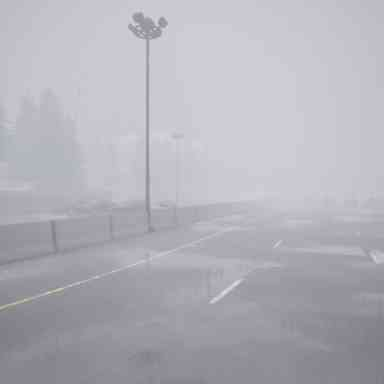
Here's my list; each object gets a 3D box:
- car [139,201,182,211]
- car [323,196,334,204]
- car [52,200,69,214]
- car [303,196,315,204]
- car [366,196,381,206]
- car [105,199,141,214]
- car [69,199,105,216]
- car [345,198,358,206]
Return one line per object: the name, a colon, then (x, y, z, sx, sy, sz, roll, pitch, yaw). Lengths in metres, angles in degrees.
car: (-2.658, 1.600, 31.026, 1.895, 1.301, 4.718, 0, 0, 23)
car: (26.639, 1.478, 64.923, 1.882, 1.535, 5.008, 0, 0, 23)
car: (-12.438, 1.515, 34.859, 1.837, 1.490, 4.892, 0, 0, 23)
car: (22.673, 1.505, 64.494, 1.837, 1.490, 4.892, 0, 0, 23)
car: (30.403, 1.505, 55.736, 1.837, 1.490, 4.892, 0, 0, 23)
car: (-5.910, 1.483, 32.324, 1.882, 1.535, 5.008, 0, 0, 23)
car: (-9.423, 1.478, 33.004, 1.882, 1.535, 5.008, 0, 0, 23)
car: (26.143, 1.601, 54.618, 1.895, 1.301, 4.718, 0, 0, 22)
